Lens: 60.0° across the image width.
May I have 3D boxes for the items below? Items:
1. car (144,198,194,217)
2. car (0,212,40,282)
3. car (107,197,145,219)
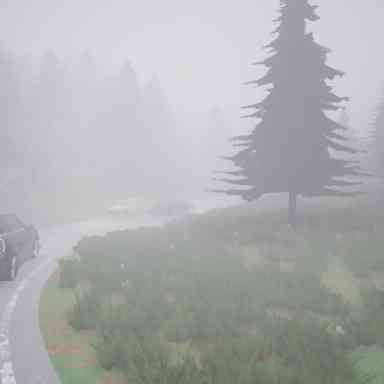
[{"bbox_3d":[-1.593,1.255,28.269,1.837,1.490,4.892,0,4,30],"label":"car"},{"bbox_3d":[-5.865,1.340,9.609,2.097,1.767,4.553,1,-1,-16],"label":"car"},{"bbox_3d":[-5.140,1.297,28.683,1.882,1.535,5.008,1,4,30],"label":"car"}]
